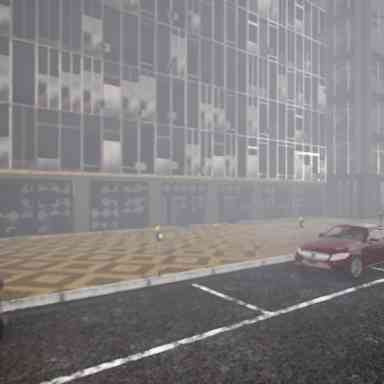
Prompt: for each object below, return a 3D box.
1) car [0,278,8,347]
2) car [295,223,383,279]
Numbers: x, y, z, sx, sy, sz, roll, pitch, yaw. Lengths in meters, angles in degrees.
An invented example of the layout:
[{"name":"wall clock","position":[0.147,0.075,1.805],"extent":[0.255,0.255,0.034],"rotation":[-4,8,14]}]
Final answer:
[{"name":"car","position":[-4.353,1.559,3.457],"extent":[4.313,1.339,1.947],"rotation":[0,0,-36]},{"name":"car","position":[4.924,1.626,10.076],"extent":[4.206,1.307,1.802],"rotation":[0,0,-36]}]
